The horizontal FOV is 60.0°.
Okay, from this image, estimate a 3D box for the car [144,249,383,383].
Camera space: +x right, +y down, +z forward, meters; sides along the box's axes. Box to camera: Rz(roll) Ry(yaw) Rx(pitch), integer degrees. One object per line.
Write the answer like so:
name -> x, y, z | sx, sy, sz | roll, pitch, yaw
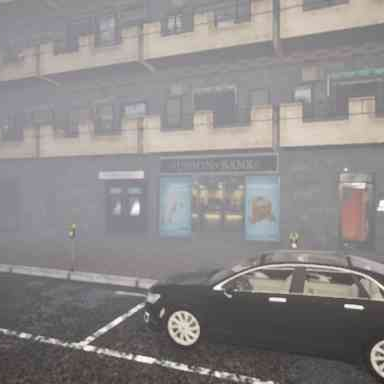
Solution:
car -> 1.404, 1.549, 4.964 | 4.403, 1.369, 2.008 | 0, 0, 20
